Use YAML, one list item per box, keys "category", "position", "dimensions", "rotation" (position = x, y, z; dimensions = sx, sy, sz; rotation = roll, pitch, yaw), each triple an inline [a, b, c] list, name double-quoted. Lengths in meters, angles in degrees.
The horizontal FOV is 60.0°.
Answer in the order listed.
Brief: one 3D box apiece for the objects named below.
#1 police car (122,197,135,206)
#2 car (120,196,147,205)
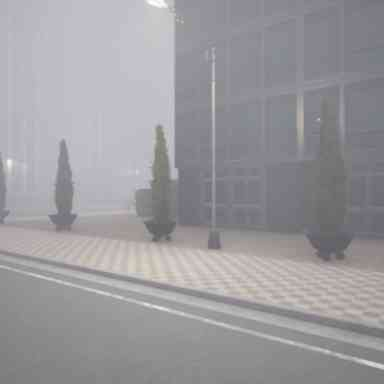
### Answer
- category: "police car"
  position: [-9.514, 1.519, 58.066]
  dimensions: [1.930, 1.638, 5.238]
  rotation: [0, 0, 35]
- category: "car"
  position: [-10.895, 1.594, 62.270]
  dimensions: [2.128, 1.511, 4.902]
  rotation: [0, 0, 35]
